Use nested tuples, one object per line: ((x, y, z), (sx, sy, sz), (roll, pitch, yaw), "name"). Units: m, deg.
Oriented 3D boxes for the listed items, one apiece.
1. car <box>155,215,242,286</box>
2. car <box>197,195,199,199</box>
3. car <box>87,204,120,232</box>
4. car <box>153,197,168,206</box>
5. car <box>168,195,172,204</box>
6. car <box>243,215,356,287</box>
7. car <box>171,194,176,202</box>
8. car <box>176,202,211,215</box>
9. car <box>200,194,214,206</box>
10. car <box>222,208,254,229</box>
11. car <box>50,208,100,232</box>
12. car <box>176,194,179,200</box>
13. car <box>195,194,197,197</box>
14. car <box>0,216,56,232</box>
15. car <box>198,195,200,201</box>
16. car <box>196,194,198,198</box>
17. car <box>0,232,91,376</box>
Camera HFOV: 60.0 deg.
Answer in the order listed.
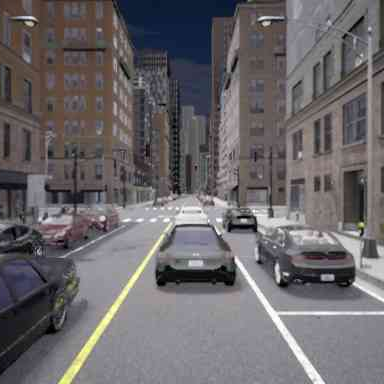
((0.068, 1.580, 9.487), (1.994, 1.385, 4.181), (0, 0, -1), "car")
((2.836, 1.656, 78.893), (1.967, 1.590, 4.097), (0, 0, 0), "car")
((-5.692, 1.475, 20.157), (1.967, 1.590, 4.097), (0, 0, 0), "car")
((-5.701, 1.714, 57.260), (1.802, 1.307, 4.206), (0, 0, 0), "car")
((-5.694, 1.721, 68.076), (2.008, 1.369, 4.403), (0, 0, 0), "car")
((2.846, 1.566, 9.164), (2.008, 1.369, 4.403), (0, 0, 0), "car")
((-5.685, 1.767, 84.132), (1.752, 1.417, 4.829), (0, 0, 0), "car")
((0.013, 1.559, 19.383), (1.812, 1.442, 4.674), (0, 0, 1), "car")
((2.823, 1.572, 57.257), (1.967, 1.590, 4.097), (0, 0, 0), "car")
((2.833, 1.600, 20.167), (1.947, 1.339, 4.313), (0, 0, 0), "car")
((-5.686, 1.607, 14.655), (1.802, 1.307, 4.206), (0, 0, 0), "car")
((-5.679, 1.616, 95.120), (2.192, 1.841, 5.009), (0, 0, 0), "car")
((2.846, 1.616, 95.120), (2.192, 1.841, 5.009), (0, 0, 0), "car")
((-5.679, 1.581, 9.154), (1.947, 1.339, 4.313), (0, 0, 0), "car")
((2.831, 1.721, 68.074), (2.008, 1.369, 4.403), (0, 0, 0), "car")
((2.843, 1.711, 89.710), (1.967, 1.590, 4.097), (0, 0, 0), "car")
((-3.003, 1.554, 4.034), (2.033, 1.411, 5.357), (0, 0, 0), "car")
